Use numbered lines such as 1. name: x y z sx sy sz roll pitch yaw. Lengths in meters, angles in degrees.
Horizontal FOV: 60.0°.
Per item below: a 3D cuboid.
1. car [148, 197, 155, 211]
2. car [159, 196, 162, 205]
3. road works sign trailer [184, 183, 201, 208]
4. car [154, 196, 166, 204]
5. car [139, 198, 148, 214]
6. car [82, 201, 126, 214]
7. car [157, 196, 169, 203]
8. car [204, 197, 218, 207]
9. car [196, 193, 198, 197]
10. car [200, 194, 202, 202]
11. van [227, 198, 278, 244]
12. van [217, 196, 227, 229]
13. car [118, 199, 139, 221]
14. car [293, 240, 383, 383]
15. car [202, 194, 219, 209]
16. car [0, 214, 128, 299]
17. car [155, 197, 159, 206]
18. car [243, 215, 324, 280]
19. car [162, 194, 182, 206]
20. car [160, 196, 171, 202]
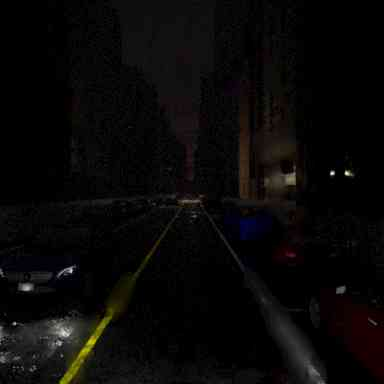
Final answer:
1. car: -5.751 1.510 37.971 1.947 1.339 4.313 0 0 0
2. car: -5.746 1.466 55.003 1.887 1.381 4.507 0 0 0
3. road works sign trailer: 0.015 0.396 46.856 2.380 3.560 2.880 0 0 0
4. car: -5.745 1.441 60.511 1.752 1.417 4.829 0 0 0
5. car: -5.753 1.478 32.123 1.752 1.417 4.829 0 0 0
6. car: -5.756 1.520 20.939 2.008 1.369 4.403 0 0 0
7. car: -5.743 1.455 66.357 1.887 1.381 4.507 0 0 0
8. car: 2.777 1.453 49.497 1.752 1.417 4.829 0 0 0
9. car: 2.789 1.333 89.070 1.967 1.590 4.097 0 0 0
10. car: 2.779 1.361 55.005 1.967 1.590 4.097 0 0 0
11. van: 2.767 1.318 15.261 1.690 1.788 3.998 0 0 0
12. van: 2.769 1.310 20.939 1.690 1.788 3.998 0 0 0
13. car: -5.754 1.401 26.616 1.967 1.590 4.097 0 0 0
14. car: 2.764 1.576 3.906 1.802 1.307 4.206 0 0 0
15. car: 2.776 1.251 43.649 2.192 1.841 5.009 0 0 0
16. car: -3.096 1.513 8.535 1.812 1.442 4.674 0 0 0
17. car: -5.749 1.461 43.478 1.752 1.417 4.829 0 0 0
18. car: 2.766 1.568 9.584 1.802 1.307 4.206 0 0 0
19. car: -3.060 1.490 50.842 1.994 1.385 4.181 0 0 0
20. car: -5.741 1.471 72.035 1.947 1.339 4.313 0 0 0
